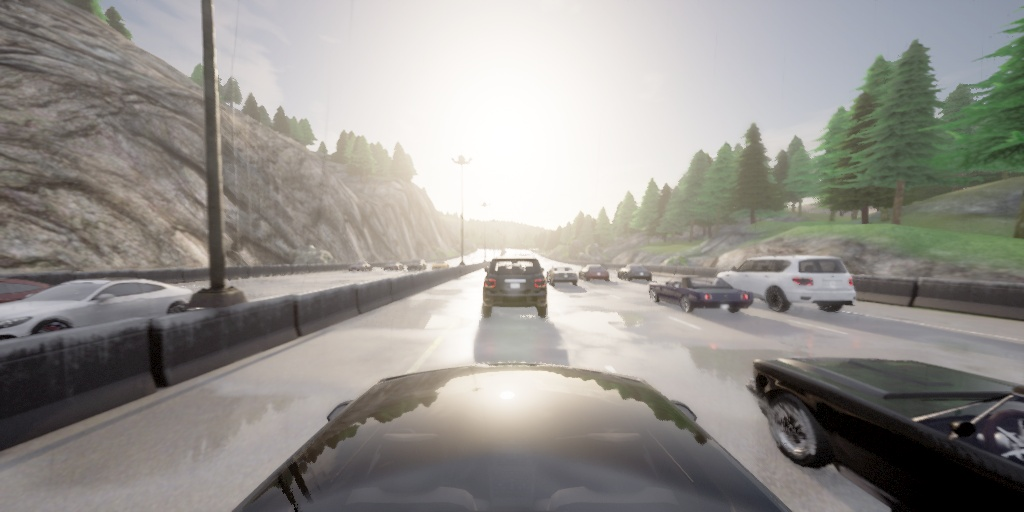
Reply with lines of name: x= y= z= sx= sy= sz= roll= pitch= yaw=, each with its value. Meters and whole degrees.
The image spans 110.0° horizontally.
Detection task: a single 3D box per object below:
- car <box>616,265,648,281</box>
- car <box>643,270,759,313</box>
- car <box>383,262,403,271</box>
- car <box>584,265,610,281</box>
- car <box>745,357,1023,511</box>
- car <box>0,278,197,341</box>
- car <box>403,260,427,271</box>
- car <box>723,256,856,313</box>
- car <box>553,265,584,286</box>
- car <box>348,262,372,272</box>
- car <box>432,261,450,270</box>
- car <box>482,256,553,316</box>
car: x=10.593 y=1.441 z=31.313 sx=1.994 sy=1.385 sz=4.181 roll=0 pitch=0 yaw=0
car: x=7.098 y=1.405 z=14.171 sx=1.895 sy=1.301 sz=4.718 roll=0 pitch=0 yaw=0
car: x=-17.568 y=1.530 z=53.265 sx=1.994 sy=1.385 sz=4.181 roll=0 pitch=0 yaw=0
car: x=7.093 y=1.441 z=31.334 sx=1.994 sy=1.385 sz=4.181 roll=0 pitch=0 yaw=0
car: x=3.590 y=1.353 z=1.942 sx=1.895 sy=1.301 sz=4.718 roll=0 pitch=0 yaw=0
car: x=-10.601 y=1.305 z=9.131 sx=1.812 sy=1.442 sz=4.674 roll=0 pitch=0 yaw=0
car: x=-14.071 y=1.318 z=53.247 sx=2.097 sy=1.767 sz=4.553 roll=0 pitch=0 yaw=0
car: x=10.597 y=1.027 z=14.532 sx=2.150 sy=2.045 sz=5.566 roll=0 pitch=0 yaw=0
car: x=3.594 y=1.403 z=26.462 sx=2.033 sy=1.411 sz=5.357 roll=0 pitch=0 yaw=0
car: x=-21.081 y=1.514 z=49.789 sx=1.994 sy=1.385 sz=4.181 roll=0 pitch=0 yaw=0
car: x=-10.571 y=1.446 z=53.529 sx=1.882 sy=1.535 sz=5.008 roll=0 pitch=0 yaw=0
car: x=0.097 y=1.022 z=13.685 sx=2.150 sy=2.045 sz=5.566 roll=0 pitch=0 yaw=0
